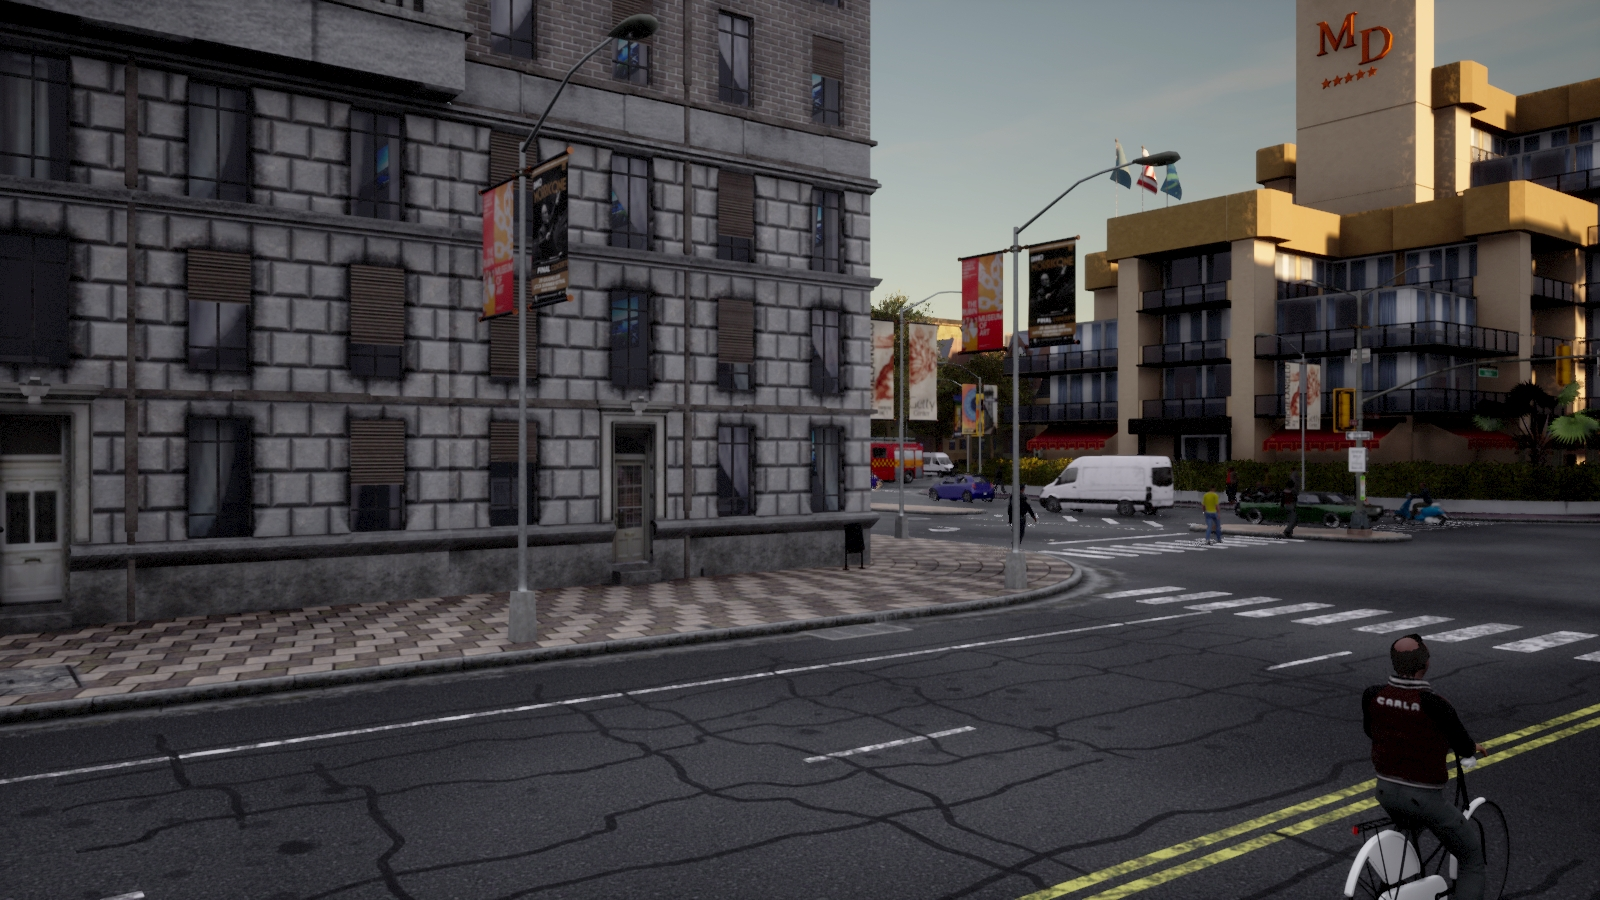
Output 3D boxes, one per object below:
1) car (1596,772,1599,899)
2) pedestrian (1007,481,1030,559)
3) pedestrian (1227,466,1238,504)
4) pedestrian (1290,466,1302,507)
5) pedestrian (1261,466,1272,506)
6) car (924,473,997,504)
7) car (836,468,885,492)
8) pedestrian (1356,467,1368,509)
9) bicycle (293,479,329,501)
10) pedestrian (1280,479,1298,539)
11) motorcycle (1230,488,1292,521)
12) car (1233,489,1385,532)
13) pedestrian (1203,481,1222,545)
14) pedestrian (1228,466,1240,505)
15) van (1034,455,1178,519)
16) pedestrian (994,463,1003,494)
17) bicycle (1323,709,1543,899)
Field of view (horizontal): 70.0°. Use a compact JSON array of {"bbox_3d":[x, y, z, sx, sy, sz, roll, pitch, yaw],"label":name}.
[{"bbox_3d":[4.999,1.754,3.274,6.274,2.098,2.390,0,0,-34],"label":"car"},{"bbox_3d":[5.295,1.696,27.681,0.375,1.860,0.375,0,0,-39],"label":"pedestrian"},{"bbox_3d":[21.209,1.696,55.982,0.375,1.860,0.375,0,0,-43],"label":"pedestrian"},{"bbox_3d":[23.170,1.696,53.352,0.375,1.860,0.375,0,0,-37],"label":"pedestrian"},{"bbox_3d":[22.053,1.698,54.017,0.375,1.860,0.375,0,0,-40],"label":"pedestrian"},{"bbox_3d":[8.516,2.038,60.742,1.845,1.501,3.633,0,0,-37],"label":"car"},{"bbox_3d":[4.158,2.038,78.286,1.845,1.501,3.633,-1,0,31],"label":"car"},{"bbox_3d":[25.032,1.696,50.889,0.375,1.860,0.375,0,0,-37],"label":"pedestrian"},{"bbox_3d":[-27.366,2.244,63.931,1.835,1.171,0.329,-1,-6,4],"label":"bicycle"},{"bbox_3d":[15.314,1.849,35.796,0.375,1.860,0.375,0,0,-29],"label":"pedestrian"},{"bbox_3d":[18.877,2.205,46.858,0.867,1.251,2.209,0,0,-38],"label":"motorcycle"},{"bbox_3d":[18.448,2.155,41.576,1.895,1.301,4.718,0,0,-38],"label":"car"},{"bbox_3d":[12.157,1.849,33.674,0.375,1.860,0.375,0,0,-43],"label":"pedestrian"},{"bbox_3d":[20.990,1.696,55.252,0.375,1.860,0.375,0,0,-39],"label":"pedestrian"},{"bbox_3d":[13.139,1.535,49.460,1.988,2.561,5.915,0,0,-41],"label":"van"},{"bbox_3d":[11.827,1.698,67.979,0.375,1.860,0.375,0,0,-37],"label":"pedestrian"},{"bbox_3d":[3.626,2.210,6.476,1.835,1.171,0.329,0,0,-35],"label":"bicycle"}]
